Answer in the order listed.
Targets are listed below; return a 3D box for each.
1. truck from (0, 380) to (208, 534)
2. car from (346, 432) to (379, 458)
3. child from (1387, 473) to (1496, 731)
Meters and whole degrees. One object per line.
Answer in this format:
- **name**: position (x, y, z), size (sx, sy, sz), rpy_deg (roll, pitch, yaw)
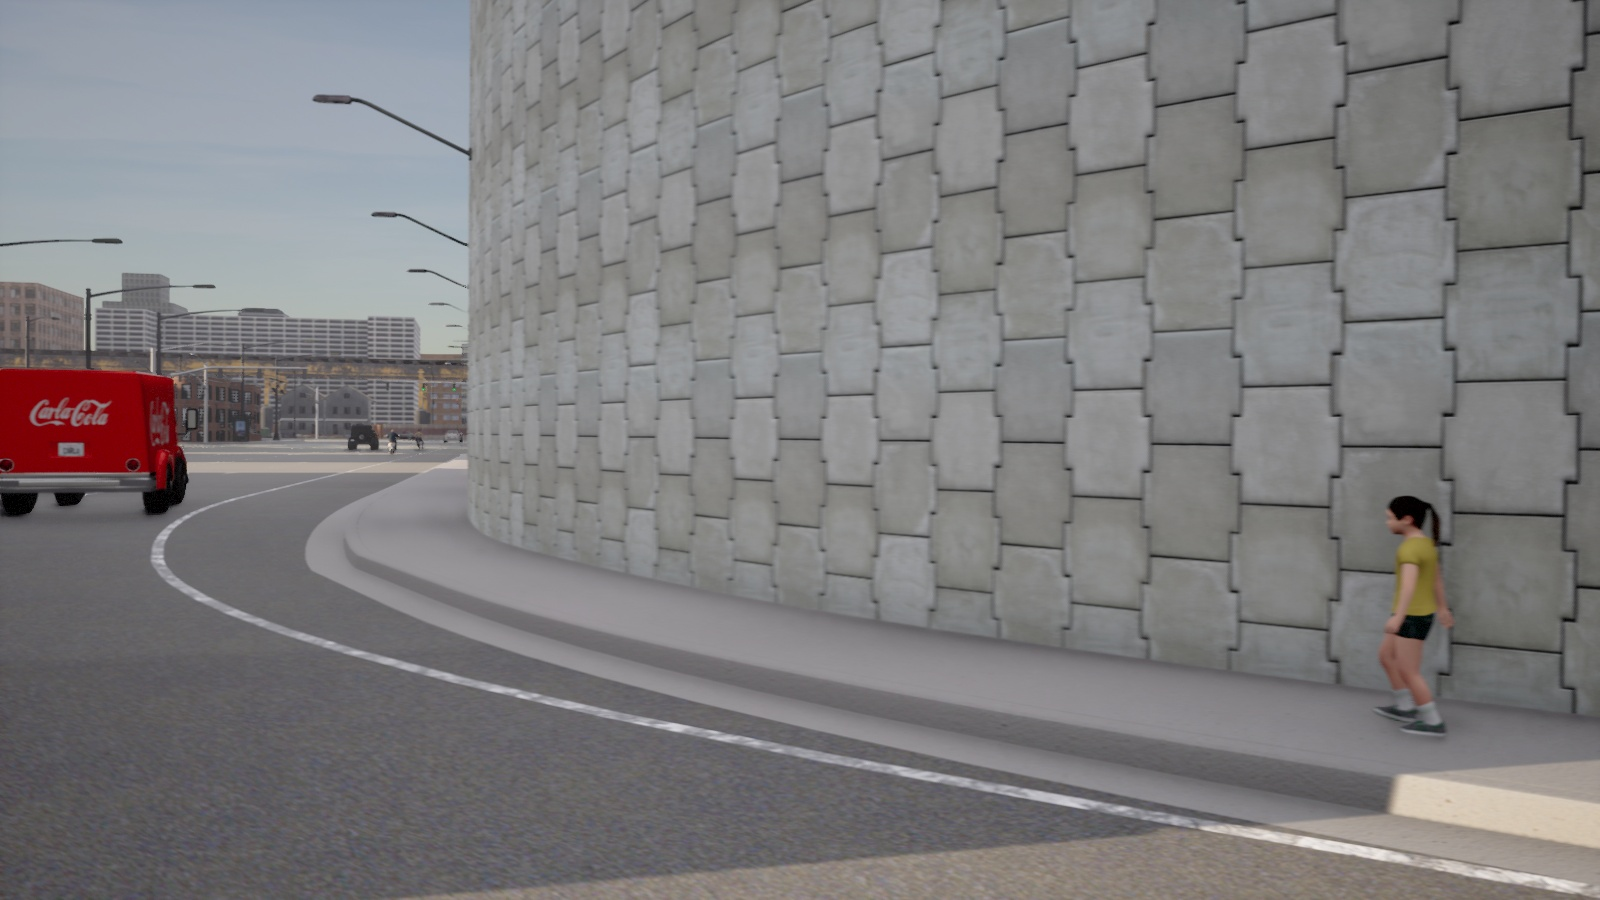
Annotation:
- **truck**: position (-12.647, 0.075, 22.940), size (2.627, 2.467, 5.204), rpy_deg (-1, 1, -18)
- **car**: position (-32.637, -0.356, 93.802), size (1.905, 1.878, 3.866), rpy_deg (-1, 1, -13)
- **child**: position (2.900, 0.665, 5.678), size (0.394, 1.110, 0.255), rpy_deg (0, 1, 37)
